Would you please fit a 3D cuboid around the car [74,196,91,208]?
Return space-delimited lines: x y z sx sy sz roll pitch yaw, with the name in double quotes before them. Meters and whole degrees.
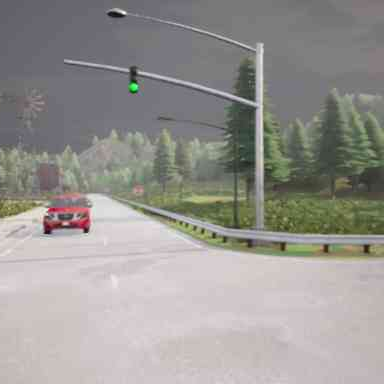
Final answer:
"car" -14.261 1.324 43.412 1.994 1.385 4.181 0 0 -17

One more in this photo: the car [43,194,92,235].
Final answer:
"car" -6.893 1.165 18.732 2.150 2.045 5.566 0 1 -17
